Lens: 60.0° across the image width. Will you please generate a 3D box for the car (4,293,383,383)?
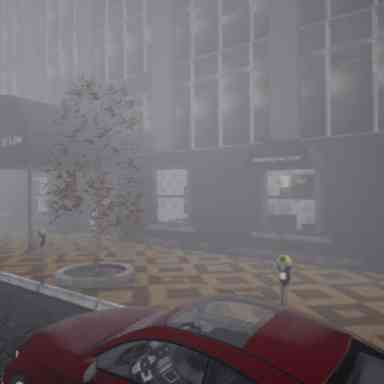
[{"bbox_3d":[0.105,1.586,2.801,4.206,1.307,1.802,0,0,36],"label":"car"}]
